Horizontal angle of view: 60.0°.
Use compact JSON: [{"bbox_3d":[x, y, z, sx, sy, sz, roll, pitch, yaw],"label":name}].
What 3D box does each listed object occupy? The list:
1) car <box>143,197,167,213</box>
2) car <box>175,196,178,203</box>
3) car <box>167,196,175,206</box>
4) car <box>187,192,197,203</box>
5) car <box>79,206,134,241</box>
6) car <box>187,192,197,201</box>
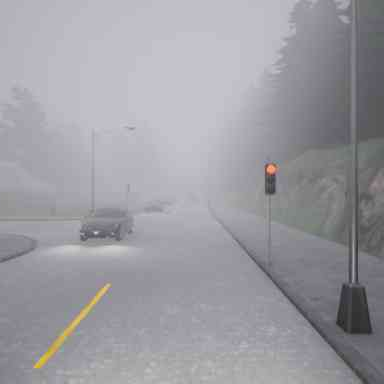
[{"bbox_3d":[-4.107,1.525,36.451,1.812,1.442,4.674,0,0,0],"label":"car"},{"bbox_3d":[-4.014,1.474,68.836,1.882,1.535,5.008,0,0,0],"label":"car"},{"bbox_3d":[-4.102,1.524,53.063,1.812,1.442,4.674,0,0,0],"label":"car"},{"bbox_3d":[-0.014,1.351,68.317,2.097,1.767,4.553,0,0,0],"label":"car"},{"bbox_3d":[-4.104,1.505,16.626,1.837,1.490,4.892,0,0,0],"label":"car"},{"bbox_3d":[-0.016,1.107,78.413,2.150,2.045,5.566,0,0,0],"label":"car"}]
